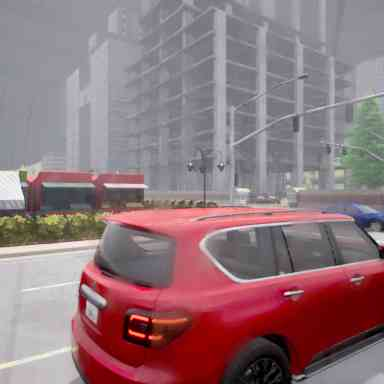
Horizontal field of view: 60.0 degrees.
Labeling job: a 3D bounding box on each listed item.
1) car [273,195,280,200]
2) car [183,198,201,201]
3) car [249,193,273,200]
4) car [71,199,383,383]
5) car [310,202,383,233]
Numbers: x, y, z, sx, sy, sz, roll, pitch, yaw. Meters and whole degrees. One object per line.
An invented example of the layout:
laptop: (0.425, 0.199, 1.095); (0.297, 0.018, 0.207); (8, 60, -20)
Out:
car: (14.052, 1.151, 59.901); (1.905, 1.878, 3.866); (0, 0, -36)
car: (0.139, 1.438, 33.741); (1.882, 1.535, 5.008); (0, 0, -36)
car: (11.662, 1.148, 58.187); (1.905, 1.878, 3.866); (0, 0, -36)
car: (1.248, 1.224, 4.677); (5.566, 2.045, 2.150); (0, 0, -35)
car: (9.959, 1.474, 20.212); (1.882, 1.535, 5.008); (0, 0, -36)
